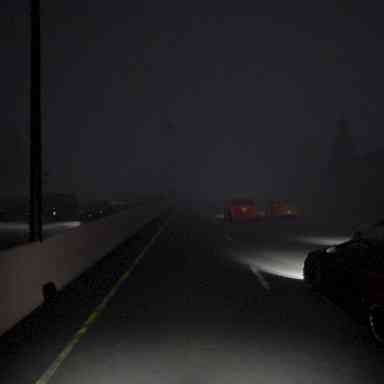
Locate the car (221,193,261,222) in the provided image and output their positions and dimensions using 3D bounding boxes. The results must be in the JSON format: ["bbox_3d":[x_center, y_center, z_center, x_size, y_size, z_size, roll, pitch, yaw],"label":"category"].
[{"bbox_3d":[3.593,1.201,24.998,2.097,1.767,4.553,0,0,0],"label":"car"}]

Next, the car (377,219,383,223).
[{"bbox_3d":[7.084,1.460,10.802,1.812,1.442,4.674,0,0,0],"label":"car"}]

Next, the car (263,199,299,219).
[{"bbox_3d":[7.095,1.316,26.830,1.882,1.535,5.008,0,0,0],"label":"car"}]

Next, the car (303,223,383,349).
[{"bbox_3d":[3.590,1.526,6.130,1.994,1.385,4.181,0,0,0],"label":"car"}]
